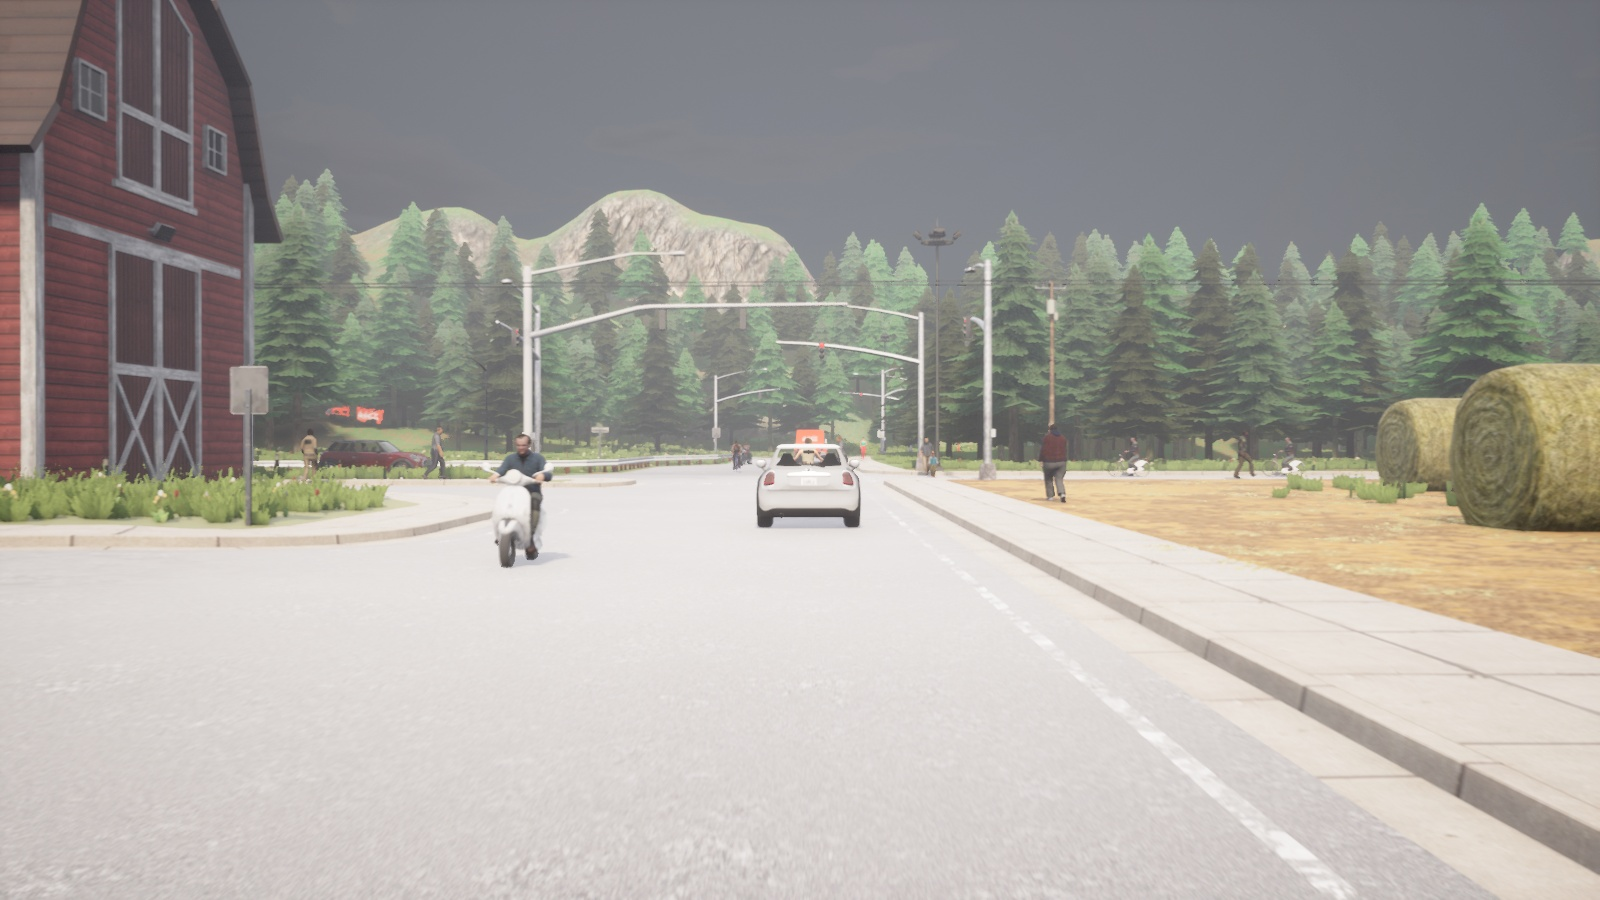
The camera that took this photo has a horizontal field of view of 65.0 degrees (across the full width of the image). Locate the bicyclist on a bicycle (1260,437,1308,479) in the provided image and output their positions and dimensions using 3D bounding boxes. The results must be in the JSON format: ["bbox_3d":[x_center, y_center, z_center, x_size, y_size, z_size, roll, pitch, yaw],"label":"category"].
[{"bbox_3d":[21.158,0.351,54.919,1.843,1.776,0.659,1,0,1],"label":"bicyclist on a bicycle"}]

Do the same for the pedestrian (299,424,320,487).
[{"bbox_3d":[-15.206,0.157,38.952,0.396,1.930,0.692,0,0,-2],"label":"pedestrian"}]

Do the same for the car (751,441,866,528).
[{"bbox_3d":[0.149,0.580,23.410,1.970,1.475,3.806,0,0,0],"label":"car"}]

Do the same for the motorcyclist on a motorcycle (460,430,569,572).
[{"bbox_3d":[-3.398,0.592,15.104,0.866,1.590,1.817,1,-1,0],"label":"motorcyclist on a motorcycle"}]

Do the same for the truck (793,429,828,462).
[{"bbox_3d":[0.881,-0.316,99.259,2.627,2.467,5.204,0,-1,2],"label":"truck"}]

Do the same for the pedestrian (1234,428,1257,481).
[{"bbox_3d":[16.340,0.161,46.110,0.692,1.930,0.395,0,0,-3],"label":"pedestrian"}]

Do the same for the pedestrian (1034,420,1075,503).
[{"bbox_3d":[5.720,0.247,28.268,0.634,1.844,0.899,0,0,-10],"label":"pedestrian"}]

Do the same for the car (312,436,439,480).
[{"bbox_3d":[-17.642,0.323,52.342,4.553,1.767,2.097,0,0,1],"label":"car"}]

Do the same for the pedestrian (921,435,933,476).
[{"bbox_3d":[5.727,0.250,56.706,0.540,1.848,0.694,0,0,7],"label":"pedestrian"}]

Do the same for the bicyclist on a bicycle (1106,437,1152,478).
[{"bbox_3d":[14.440,0.345,55.079,1.843,1.776,0.659,0,0,1],"label":"bicyclist on a bicycle"}]

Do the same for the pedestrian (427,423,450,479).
[{"bbox_3d":[-11.993,0.042,41.677,0.694,1.848,0.540,0,0,-11],"label":"pedestrian"}]
